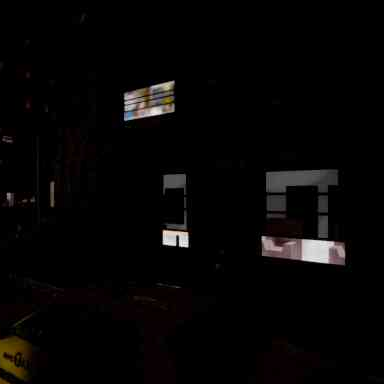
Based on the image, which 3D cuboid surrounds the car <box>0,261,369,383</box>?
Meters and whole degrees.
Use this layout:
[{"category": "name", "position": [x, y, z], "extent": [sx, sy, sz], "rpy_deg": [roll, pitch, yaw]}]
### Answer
[{"category": "car", "position": [-0.825, 1.525, 3.444], "extent": [4.829, 1.417, 1.752], "rpy_deg": [0, 0, 35]}]

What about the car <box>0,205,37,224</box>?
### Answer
[{"category": "car", "position": [-14.712, 1.865, 27.584], "extent": [1.994, 1.385, 4.181], "rpy_deg": [0, -1, 35]}]
